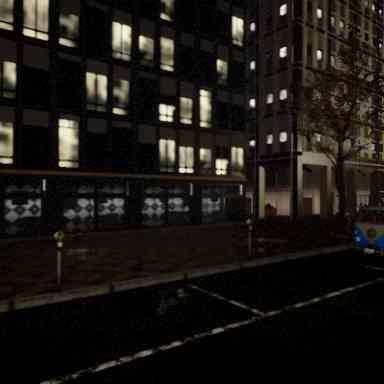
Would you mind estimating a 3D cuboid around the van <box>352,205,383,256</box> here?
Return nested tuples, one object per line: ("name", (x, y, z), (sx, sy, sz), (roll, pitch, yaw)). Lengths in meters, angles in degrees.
("van", (7.355, 1.352, 11.809), (3.998, 1.788, 1.690), (0, 0, -36))
